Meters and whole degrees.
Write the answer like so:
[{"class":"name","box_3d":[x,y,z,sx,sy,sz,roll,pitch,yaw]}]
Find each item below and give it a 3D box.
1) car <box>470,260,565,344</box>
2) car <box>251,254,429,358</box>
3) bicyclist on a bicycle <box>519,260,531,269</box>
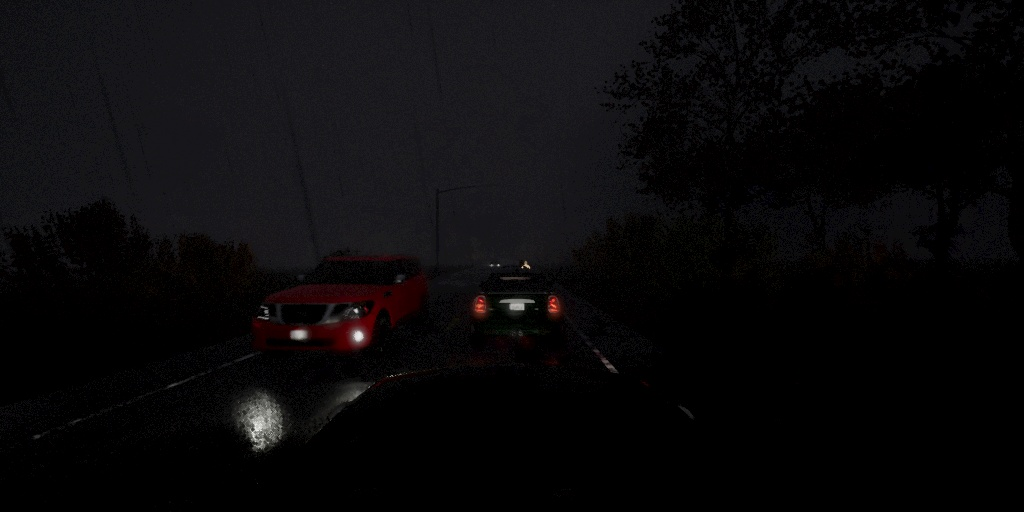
[{"class":"car","box_3d":[0.116,1.099,9.740,2.097,1.767,4.553,0,0,0]},{"class":"car","box_3d":[-3.585,0.969,8.809,2.150,2.045,5.566,0,0,0]},{"class":"bicyclist on a bicycle","box_3d":[0.985,1.177,25.563,0.866,1.612,1.509,0,0,1]}]
